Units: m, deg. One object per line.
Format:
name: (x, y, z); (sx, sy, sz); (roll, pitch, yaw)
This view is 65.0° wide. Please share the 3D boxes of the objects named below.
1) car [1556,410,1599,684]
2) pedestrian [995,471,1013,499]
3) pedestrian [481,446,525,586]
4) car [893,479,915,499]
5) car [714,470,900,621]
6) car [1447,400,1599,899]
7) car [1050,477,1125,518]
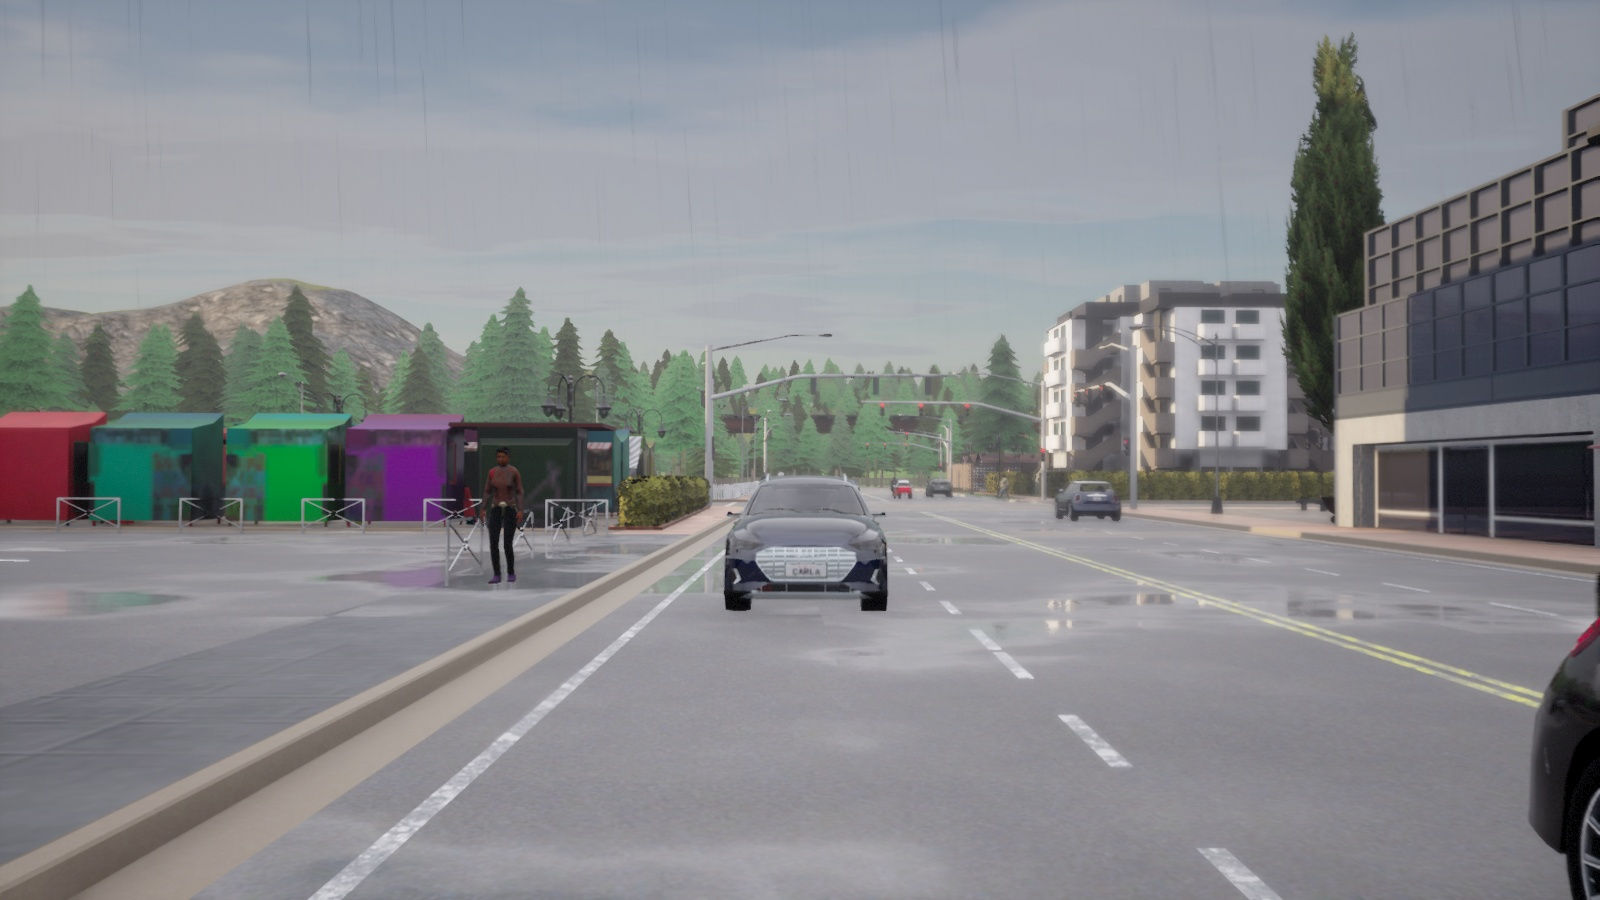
car: (7.019, 0.668, 7.084); (2.150, 2.045, 5.566); (0, -1, 0)
pedestrian: (13.497, 2.324, 83.178); (0.900, 1.855, 0.874); (0, -1, -10)
pedestrian: (-3.937, 0.861, 16.703); (0.328, 1.805, 0.869); (0, -1, 4)
car: (7.713, 2.875, 93.127); (1.481, 1.376, 2.207); (0, -1, 0)
car: (0.094, 1.106, 16.226); (2.033, 1.649, 4.856); (0, -1, 0)
car: (3.495, 0.635, 2.165); (2.152, 1.651, 5.027); (0, -1, 0)
car: (10.843, 1.782, 47.597); (1.970, 1.475, 3.806); (0, -1, 1)
